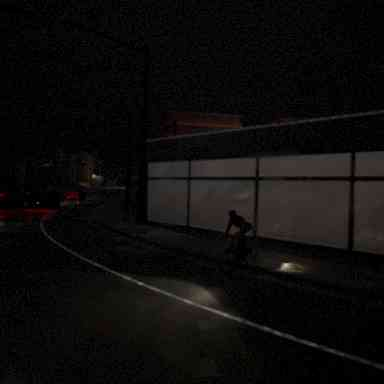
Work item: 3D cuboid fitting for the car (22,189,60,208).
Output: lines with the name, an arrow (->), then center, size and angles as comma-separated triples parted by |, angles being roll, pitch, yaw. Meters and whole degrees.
car -> -13.322, 0.644, 30.200 | 2.128, 1.511, 4.902 | 1, 1, -11

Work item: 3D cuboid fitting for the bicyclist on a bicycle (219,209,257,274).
bicyclist on a bicycle -> 1.227, 1.252, 8.844 | 1.656, 1.620, 0.582 | -12, 10, -43

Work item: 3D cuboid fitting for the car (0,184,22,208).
car -> -16.697, 0.301, 29.279 | 2.150, 2.045, 5.566 | 1, 1, -11

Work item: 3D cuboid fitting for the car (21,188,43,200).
car -> -20.734, 0.292, 42.955 | 1.994, 1.385, 4.181 | 1, 1, -33

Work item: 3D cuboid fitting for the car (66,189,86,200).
car -> -16.001, 0.278, 46.115 | 1.882, 1.535, 5.008 | 1, 1, -7
